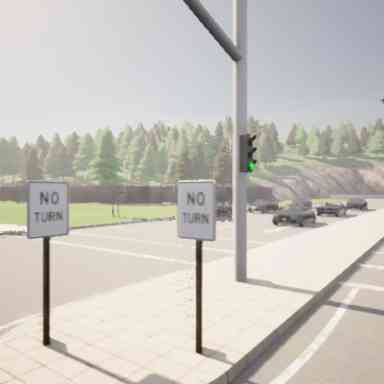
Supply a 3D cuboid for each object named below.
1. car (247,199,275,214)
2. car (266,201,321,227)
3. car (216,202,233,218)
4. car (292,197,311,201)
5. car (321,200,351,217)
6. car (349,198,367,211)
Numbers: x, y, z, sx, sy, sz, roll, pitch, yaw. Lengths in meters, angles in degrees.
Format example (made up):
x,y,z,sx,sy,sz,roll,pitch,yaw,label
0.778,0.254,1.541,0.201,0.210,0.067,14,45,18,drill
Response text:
x,y,z,sx,sy,sz,roll,pitch,yaw,label
7.622,1.477,35.558,2.128,1.511,4.902,0,0,36,car
7.069,1.557,22.924,1.994,1.385,4.181,0,0,36,car
1.756,1.533,27.516,2.033,1.411,5.357,0,0,36,car
15.007,1.491,45.662,1.837,1.490,4.892,0,0,36,car
13.131,1.594,31.240,1.895,1.301,4.718,0,0,36,car
20.233,1.471,40.951,1.882,1.535,5.008,0,0,36,car
